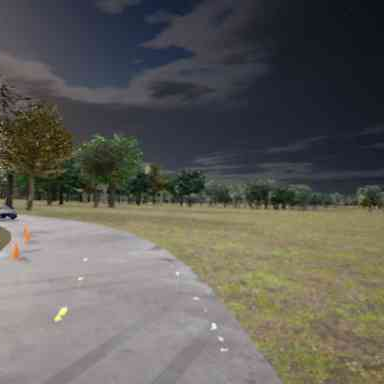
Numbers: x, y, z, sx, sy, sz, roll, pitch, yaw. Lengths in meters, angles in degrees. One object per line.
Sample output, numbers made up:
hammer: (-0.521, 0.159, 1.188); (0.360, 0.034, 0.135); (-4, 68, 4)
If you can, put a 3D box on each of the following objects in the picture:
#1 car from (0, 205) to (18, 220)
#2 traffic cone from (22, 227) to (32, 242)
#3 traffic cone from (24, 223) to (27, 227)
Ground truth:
car: (-18.956, 1.961, 32.632); (5.357, 1.411, 2.033); (0, -1, 43)
traffic cone: (-8.280, 2.205, 16.775); (0.340, 0.580, 0.340); (1, -1, -25)
traffic cone: (-10.488, 2.255, 20.953); (0.340, 0.580, 0.340); (1, -1, -31)
